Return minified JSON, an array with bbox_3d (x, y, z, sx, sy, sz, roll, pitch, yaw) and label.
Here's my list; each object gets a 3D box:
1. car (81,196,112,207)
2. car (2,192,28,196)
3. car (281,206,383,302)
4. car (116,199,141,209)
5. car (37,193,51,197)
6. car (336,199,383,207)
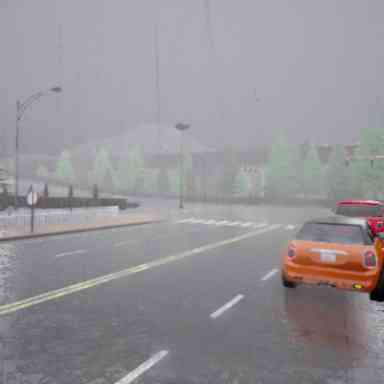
[{"bbox_3d":[-12.808,1.345,41.671,4.892,1.490,1.837,1,0,28],"label":"car"},{"bbox_3d":[-26.588,0.634,48.889,4.718,1.301,1.895,5,2,28],"label":"car"},{"bbox_3d":[3.960,1.423,8.885,2.097,1.767,4.553,1,0,30],"label":"car"},{"bbox_3d":[-9.005,1.507,43.635,4.718,1.301,1.895,1,0,27],"label":"car"},{"bbox_3d":[-23.351,0.811,51.143,4.718,1.301,1.895,5,2,28],"label":"car"},{"bbox_3d":[7.343,1.350,14.601,2.150,2.045,5.566,1,0,28],"label":"car"}]
